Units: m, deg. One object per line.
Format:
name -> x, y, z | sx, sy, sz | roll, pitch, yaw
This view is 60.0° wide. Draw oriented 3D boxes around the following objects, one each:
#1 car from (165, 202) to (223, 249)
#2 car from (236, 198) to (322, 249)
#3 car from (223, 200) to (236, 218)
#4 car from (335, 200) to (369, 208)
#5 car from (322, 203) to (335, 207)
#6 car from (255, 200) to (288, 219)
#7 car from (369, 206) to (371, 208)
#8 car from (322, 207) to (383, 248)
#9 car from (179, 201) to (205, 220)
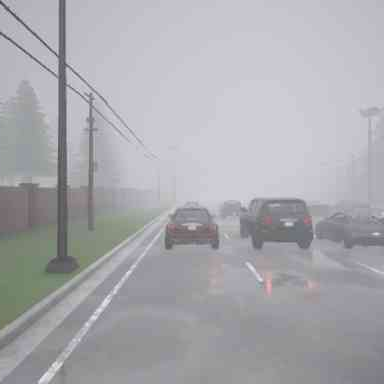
car -> 0.000, 1.363, 14.620 | 2.097, 1.767, 4.553 | 0, 0, 0
car -> 3.500, 1.255, 14.680 | 2.150, 2.045, 5.566 | 0, 0, 0
car -> 3.500, 1.514, 29.650 | 1.837, 1.490, 4.892 | 0, 0, 0
car -> 14.000, 1.493, 29.650 | 2.128, 1.511, 4.902 | 0, 0, 0
car -> 10.500, 1.482, 29.650 | 1.882, 1.535, 5.008 | 0, 0, 0
car -> 7.000, 1.530, 29.650 | 1.812, 1.442, 4.674 | 0, 0, 0
car -> 10.500, 1.255, 14.680 | 2.150, 2.045, 5.566 | 0, 0, 0
car -> 7.000, 1.570, 14.650 | 1.994, 1.385, 4.181 | 0, 0, 0
car -> 0.000, 1.561, 29.650 | 2.033, 1.411, 5.357 | 0, 0, 0
